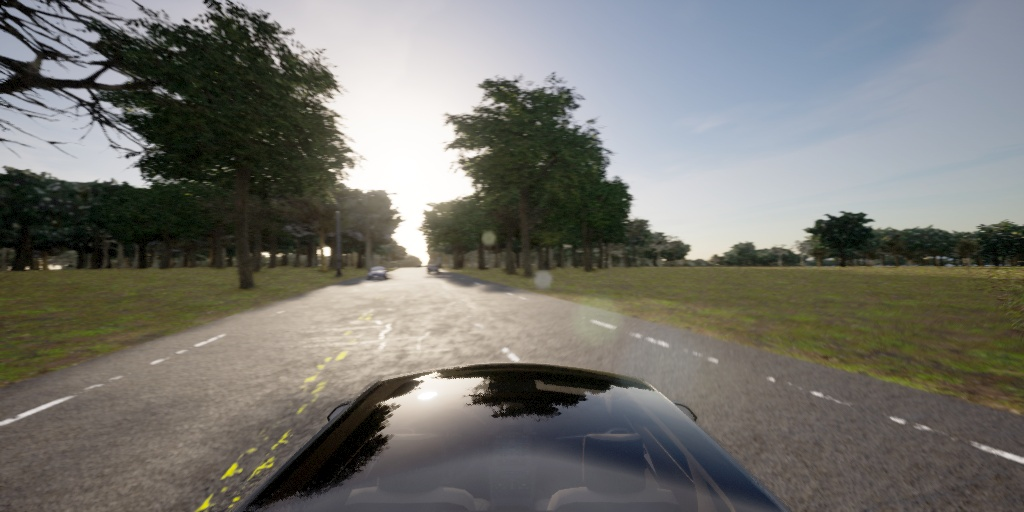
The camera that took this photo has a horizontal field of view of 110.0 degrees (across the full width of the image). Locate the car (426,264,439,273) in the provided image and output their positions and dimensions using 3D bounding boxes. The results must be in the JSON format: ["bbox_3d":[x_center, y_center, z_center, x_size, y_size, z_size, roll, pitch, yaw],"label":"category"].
[{"bbox_3d":[-12.792,1.980,57.844,2.128,1.511,4.902,-1,-1,-16],"label":"car"}]

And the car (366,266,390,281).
[{"bbox_3d":[-14.580,1.866,39.159,1.812,1.442,4.674,-1,0,-15],"label":"car"}]
